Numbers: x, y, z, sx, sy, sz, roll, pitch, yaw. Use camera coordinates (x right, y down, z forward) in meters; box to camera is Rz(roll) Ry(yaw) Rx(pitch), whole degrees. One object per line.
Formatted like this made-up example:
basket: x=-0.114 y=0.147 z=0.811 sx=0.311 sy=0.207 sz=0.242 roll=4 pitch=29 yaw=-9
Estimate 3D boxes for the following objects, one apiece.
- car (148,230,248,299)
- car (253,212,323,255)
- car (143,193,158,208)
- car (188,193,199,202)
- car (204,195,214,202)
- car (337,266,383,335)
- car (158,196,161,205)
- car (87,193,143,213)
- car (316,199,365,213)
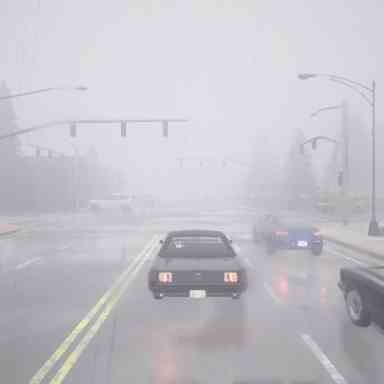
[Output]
car: x=0.099 y=1.601 z=8.383 sx=1.895 sy=1.301 sz=4.718 roll=0 pitch=0 yaw=0
car: x=3.637 y=1.526 z=13.174 sx=1.812 sy=1.442 sz=4.674 roll=0 pitch=0 yaw=0
car: x=-6.860 y=1.221 z=49.014 sx=2.150 sy=2.045 sz=5.566 roll=0 pitch=0 yaw=1
car: x=0.329 y=1.225 z=74.954 sx=2.150 sy=2.045 sz=5.566 roll=0 pitch=0 yaw=0
car: x=3.833 y=1.355 z=75.059 sx=2.097 sy=1.767 sz=4.553 roll=0 pitch=0 yaw=0
car: x=3.614 y=1.601 z=4.071 sx=1.895 sy=1.301 sz=4.718 roll=0 pitch=0 yaw=0
car: x=-6.809 y=1.352 z=59.025 sx=2.097 sy=1.767 sz=4.553 roll=0 pitch=0 yaw=1
car: x=-8.686 y=1.221 z=36.711 sx=5.566 sy=2.045 sz=2.150 roll=0 pitch=0 yaw=1
car: x=16.080 y=1.478 z=36.154 sx=5.008 sy=1.535 sz=1.882 roll=0 pitch=0 yaw=0
